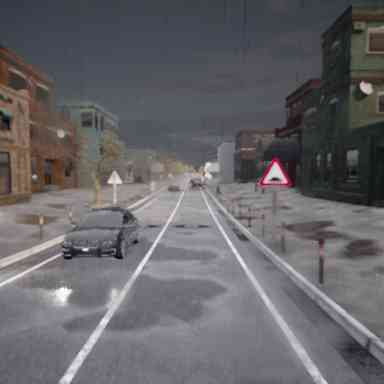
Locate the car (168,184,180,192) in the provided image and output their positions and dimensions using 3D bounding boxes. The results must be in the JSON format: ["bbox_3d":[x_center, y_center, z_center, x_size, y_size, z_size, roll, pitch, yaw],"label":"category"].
[{"bbox_3d":[-2.923,-0.665,54.380,1.895,1.301,4.718,0,4,1],"label":"car"}]

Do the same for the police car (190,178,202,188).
[{"bbox_3d":[1.079,-1.676,69.995,1.930,1.638,5.238,0,3,0],"label":"police car"}]

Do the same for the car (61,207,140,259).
[{"bbox_3d":[-3.067,1.364,12.030,1.837,1.490,4.892,0,1,0],"label":"car"}]
